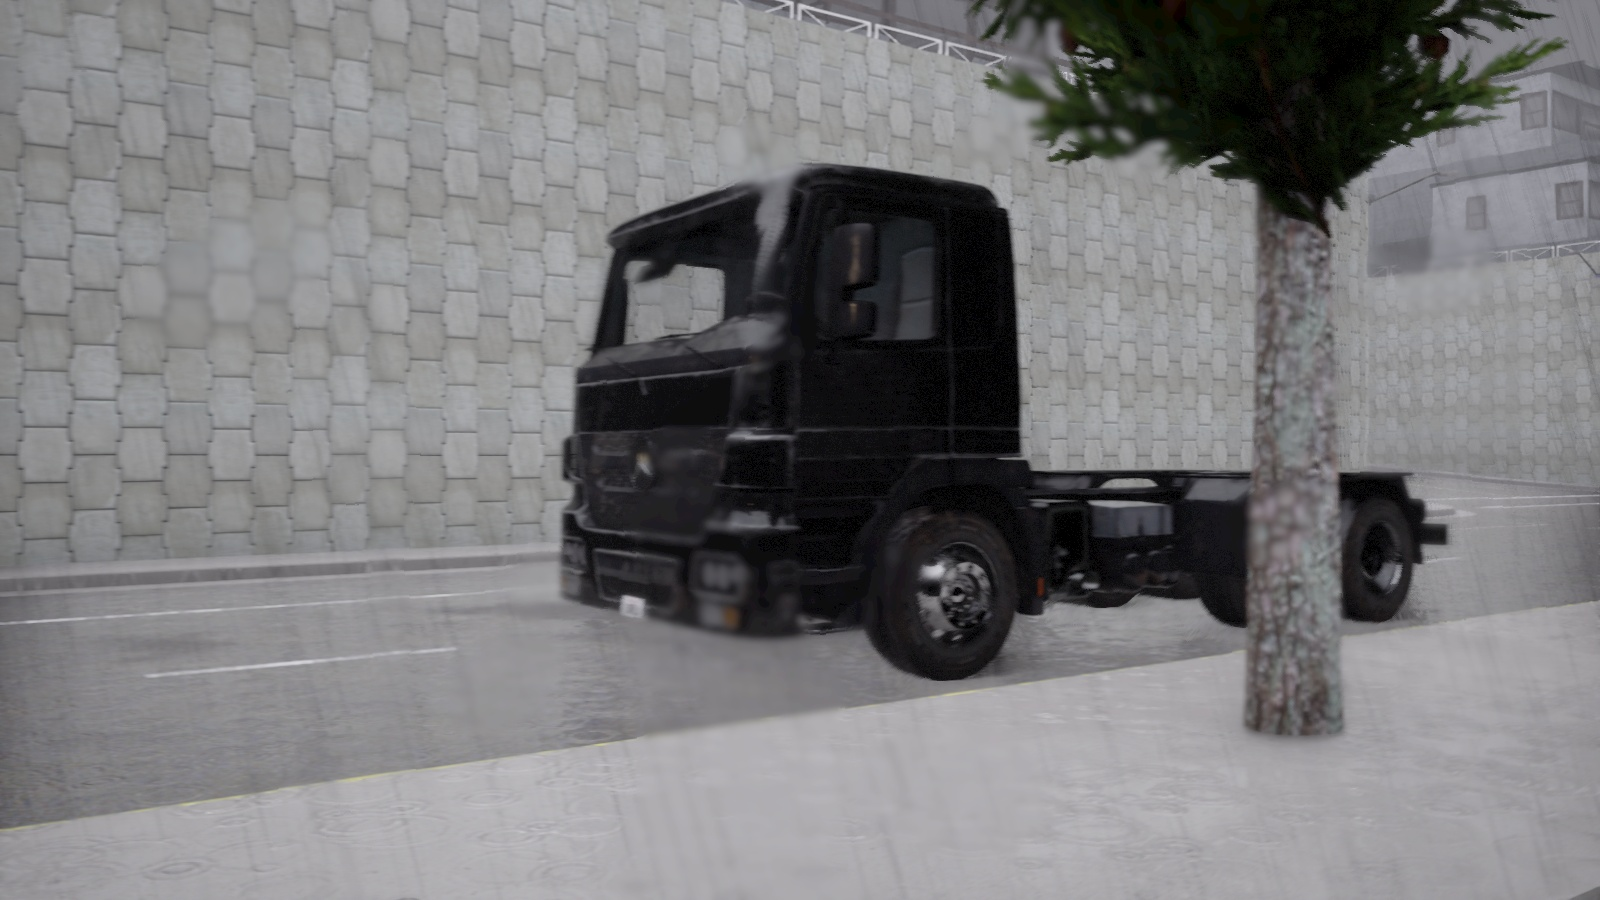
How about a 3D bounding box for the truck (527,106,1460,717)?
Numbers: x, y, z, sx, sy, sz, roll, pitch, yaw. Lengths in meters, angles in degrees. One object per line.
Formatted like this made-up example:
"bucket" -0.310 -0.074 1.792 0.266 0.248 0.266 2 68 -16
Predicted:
"truck" 2.028 -0.215 10.557 7.936 3.462 2.891 0 0 -35
